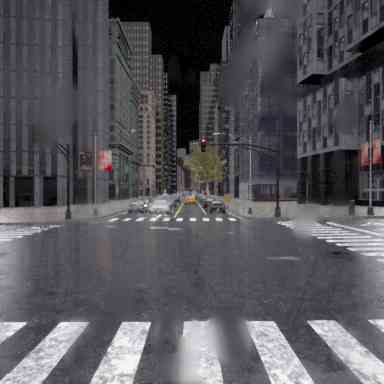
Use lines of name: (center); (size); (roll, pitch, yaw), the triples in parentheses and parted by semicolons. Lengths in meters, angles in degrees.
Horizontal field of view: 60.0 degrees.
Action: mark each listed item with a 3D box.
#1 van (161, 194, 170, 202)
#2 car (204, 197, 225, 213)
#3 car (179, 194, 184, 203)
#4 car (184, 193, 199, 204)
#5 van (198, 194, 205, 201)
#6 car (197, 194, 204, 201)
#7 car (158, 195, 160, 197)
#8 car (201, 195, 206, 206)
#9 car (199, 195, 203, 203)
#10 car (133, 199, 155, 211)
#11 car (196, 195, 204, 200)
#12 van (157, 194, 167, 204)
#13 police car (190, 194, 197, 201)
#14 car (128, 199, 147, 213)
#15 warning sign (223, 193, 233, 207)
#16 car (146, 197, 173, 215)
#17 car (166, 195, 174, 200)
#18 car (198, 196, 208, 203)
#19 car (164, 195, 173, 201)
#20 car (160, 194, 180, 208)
van: (-6.113, 1.367, 77.497); (1.690, 1.788, 3.998); (0, 0, 0)
car: (2.670, 1.555, 36.330); (2.008, 1.369, 4.403); (0, 0, 0)
car: (-3.300, 1.567, 68.454); (2.033, 1.411, 5.357); (0, 0, 0)
car: (-0.166, 1.495, 64.359); (1.882, 1.535, 5.008); (0, 0, -1)
van: (2.374, 1.372, 83.691); (1.690, 1.788, 3.998); (0, 0, 0)
car: (2.506, 1.566, 62.535); (2.008, 1.369, 4.403); (0, 0, 0)
car: (-5.977, 1.578, 55.843); (1.947, 1.339, 4.313); (0, 0, 0)
car: (2.602, 1.553, 47.219); (1.887, 1.381, 4.507); (0, 0, 0)
car: (2.568, 1.561, 52.663); (2.008, 1.369, 4.403); (0, 0, 0)
car: (-5.886, 1.557, 41.272); (2.008, 1.369, 4.403); (0, 0, 0)
car: (2.308, 1.592, 94.268); (2.008, 1.369, 4.403); (0, 0, 0)
van: (-6.045, 1.360, 66.670); (1.690, 1.788, 3.998); (0, 0, 0)
police car: (0.471, 1.463, 90.505); (1.930, 1.638, 5.238); (0, 0, 0)
car: (-5.855, 1.556, 36.280); (2.008, 1.369, 4.403); (0, 0, 0)
warning sign: (4.921, 1.123, 45.420); (1.300, 1.860, 1.060); (0, 0, 0)
car: (-3.177, 1.530, 33.666); (1.812, 1.442, 4.674); (0, 0, 0)
car: (-6.213, 1.623, 93.735); (1.802, 1.307, 4.206); (0, 0, 0)
car: (2.440, 1.588, 73.113); (1.947, 1.339, 4.313); (0, 0, 0)
car: (-6.180, 1.586, 88.323); (2.008, 1.369, 4.403); (0, 0, 0)
car: (-3.271, 1.502, 49.652); (2.128, 1.511, 4.902); (0, 0, 0)
